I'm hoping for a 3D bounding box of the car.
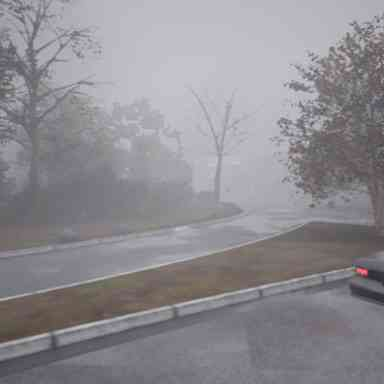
[{"bbox_3d":[5.409,1.435,6.631,5.357,1.411,2.033,-1,1,-31],"label":"car"}]
